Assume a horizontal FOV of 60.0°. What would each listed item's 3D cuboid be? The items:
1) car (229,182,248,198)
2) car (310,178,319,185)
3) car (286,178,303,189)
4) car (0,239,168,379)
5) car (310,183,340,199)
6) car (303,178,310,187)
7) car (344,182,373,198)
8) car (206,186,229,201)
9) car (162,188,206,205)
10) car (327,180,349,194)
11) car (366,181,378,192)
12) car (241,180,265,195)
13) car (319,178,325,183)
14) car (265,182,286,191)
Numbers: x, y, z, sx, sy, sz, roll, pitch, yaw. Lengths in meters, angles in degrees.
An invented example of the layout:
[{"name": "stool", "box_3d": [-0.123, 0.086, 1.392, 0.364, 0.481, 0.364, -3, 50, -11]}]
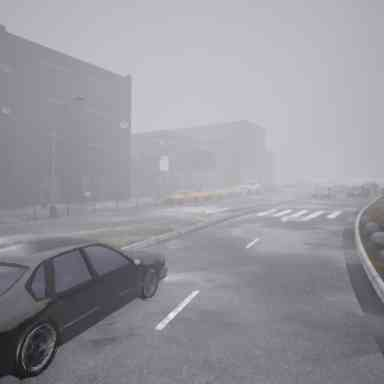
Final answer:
[{"name": "car", "box_3d": [5.005, -0.129, 43.886, 1.946, 1.575, 5.366, 0, 3, 33]}, {"name": "car", "box_3d": [28.170, -2.233, 79.878, 2.231, 1.521, 4.892, 0, 3, 34]}, {"name": "car", "box_3d": [20.141, -1.500, 67.335, 2.231, 1.521, 4.892, 0, 3, 33]}, {"name": "car", "box_3d": [-2.237, 1.517, 5.564, 2.033, 1.411, 5.357, 0, 1, 19]}, {"name": "car", "box_3d": [15.131, 0.026, 37.934, 1.895, 1.301, 4.718, 0, 3, 34]}, {"name": "car", "box_3d": [23.108, -2.022, 71.932, 2.435, 2.045, 5.566, 0, 3, 33]}, {"name": "car", "box_3d": [18.886, -0.102, 37.637, 1.994, 1.385, 4.181, 0, 3, 33]}, {"name": "car", "box_3d": [2.012, 0.143, 39.250, 1.946, 1.575, 5.366, 0, 3, 33]}, {"name": "car", "box_3d": [-0.988, 0.418, 34.621, 1.946, 1.575, 5.366, 0, 3, 33]}, {"name": "car", "box_3d": [20.623, -0.513, 46.462, 1.994, 1.385, 4.181, 0, 3, 34]}, {"name": "car", "box_3d": [25.778, -0.800, 48.246, 2.128, 1.511, 4.902, 0, 3, 33]}, {"name": "car", "box_3d": [8.147, -0.662, 48.749, 2.435, 2.045, 5.566, 0, 3, 33]}, {"name": "car", "box_3d": [31.939, -2.576, 85.614, 1.946, 1.575, 5.366, 0, 3, 33]}, {"name": "car", "box_3d": [14.133, -0.925, 58.033, 2.163, 1.488, 4.792, 0, 3, 33]}]
